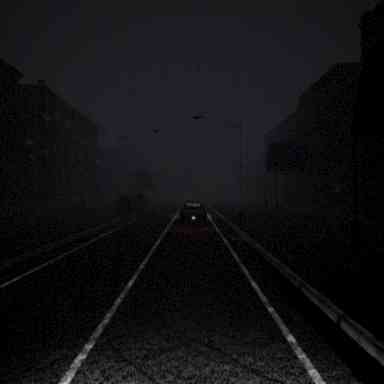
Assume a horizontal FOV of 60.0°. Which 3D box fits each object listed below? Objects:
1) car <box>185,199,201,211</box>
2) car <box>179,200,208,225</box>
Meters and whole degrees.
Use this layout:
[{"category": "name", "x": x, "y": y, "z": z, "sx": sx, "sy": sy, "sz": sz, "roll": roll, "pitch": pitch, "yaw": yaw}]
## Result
[{"category": "car", "x": 0.099, "y": 1.575, "z": 41.066, "sx": 1.895, "sy": 1.301, "sz": 4.718, "roll": 0, "pitch": 0, "yaw": 0}, {"category": "car", "x": 0.100, "y": 1.444, "z": 23.658, "sx": 2.128, "sy": 1.511, "sz": 4.902, "roll": 0, "pitch": 0, "yaw": 0}]
